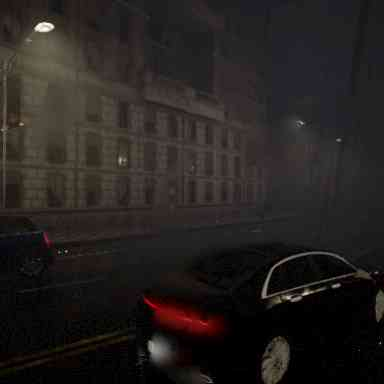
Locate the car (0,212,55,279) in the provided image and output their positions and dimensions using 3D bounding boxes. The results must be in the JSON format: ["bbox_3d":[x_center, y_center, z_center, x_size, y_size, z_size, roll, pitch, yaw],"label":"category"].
[{"bbox_3d":[-6.051,1.358,8.477,4.553,1.767,2.097,1,0,-37],"label":"car"}]

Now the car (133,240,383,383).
[{"bbox_3d":[1.441,1.540,5.339,4.892,1.490,1.837,0,0,-40],"label":"car"}]
